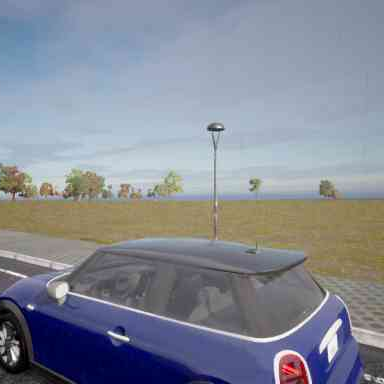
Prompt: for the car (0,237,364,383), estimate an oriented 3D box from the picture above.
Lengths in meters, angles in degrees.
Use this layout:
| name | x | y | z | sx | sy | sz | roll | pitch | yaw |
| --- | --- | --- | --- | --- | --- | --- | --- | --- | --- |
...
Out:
| name | x | y | z | sx | sy | sz | roll | pitch | yaw |
| --- | --- | --- | --- | --- | --- | --- | --- | --- | --- |
| car | -0.516 | 1.353 | 4.096 | 4.553 | 1.767 | 2.097 | 0 | 0 | 36 |
